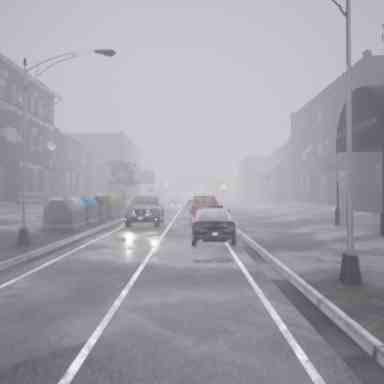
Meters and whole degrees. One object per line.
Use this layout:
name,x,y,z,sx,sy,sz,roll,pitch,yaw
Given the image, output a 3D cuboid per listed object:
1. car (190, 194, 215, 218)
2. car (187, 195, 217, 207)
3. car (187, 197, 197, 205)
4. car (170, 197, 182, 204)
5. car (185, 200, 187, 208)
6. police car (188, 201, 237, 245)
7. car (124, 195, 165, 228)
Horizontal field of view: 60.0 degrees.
car,0.899,1.252,31.437,2.150,2.045,5.566,0,0,0
car,0.899,1.235,25.436,2.150,2.045,5.566,0,0,0
car,0.000,1.637,63.846,1.994,1.385,4.181,0,0,0
car,-3.024,1.634,63.846,1.994,1.385,4.181,0,0,1
car,0.006,1.595,49.682,1.812,1.442,4.674,0,0,0
police car,0.899,1.419,15.512,1.930,1.638,5.238,0,0,0
car,-3.099,1.227,22.754,2.150,2.045,5.566,0,0,0
